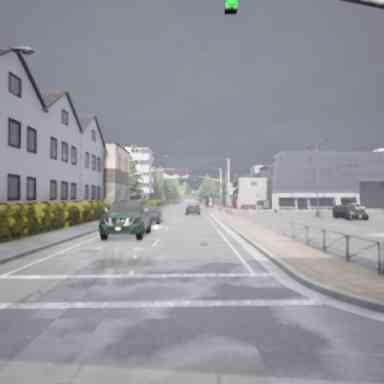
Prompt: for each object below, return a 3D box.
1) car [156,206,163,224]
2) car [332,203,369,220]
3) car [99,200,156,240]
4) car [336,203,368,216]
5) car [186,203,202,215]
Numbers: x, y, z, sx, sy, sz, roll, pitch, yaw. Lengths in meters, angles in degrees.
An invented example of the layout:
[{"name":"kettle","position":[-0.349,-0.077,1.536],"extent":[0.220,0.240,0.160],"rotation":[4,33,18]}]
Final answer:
[{"name":"car","position":[-3.584,1.958,29.101],"extent":[1.837,1.490,4.892],"rotation":[0,-1,0]},{"name":"car","position":[15.429,2.004,32.697],"extent":[2.007,1.523,4.514],"rotation":[0,-1,0]},{"name":"car","position":[-3.597,1.484,18.951],"extent":[2.150,2.045,5.566],"rotation":[0,-1,0]},{"name":"car","position":[19.073,2.070,39.756],"extent":[1.970,1.475,3.806],"rotation":[0,-1,0]},{"name":"car","position":[0.257,2.231,44.350],"extent":[2.128,1.511,4.902],"rotation":[0,-1,4]}]
